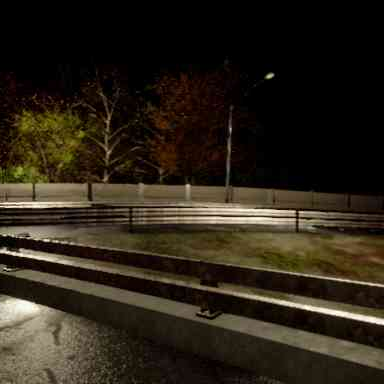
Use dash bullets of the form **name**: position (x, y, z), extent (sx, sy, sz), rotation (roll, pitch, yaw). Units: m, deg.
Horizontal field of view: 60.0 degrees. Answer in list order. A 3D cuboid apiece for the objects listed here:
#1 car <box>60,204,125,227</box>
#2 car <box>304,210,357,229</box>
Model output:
- **car**: position (-6.499, 1.515, 21.913), extent (4.181, 1.385, 1.994), rotation (0, 0, -15)
- **car**: position (11.112, 2.151, 26.736), extent (4.181, 1.385, 1.994), rotation (3, -1, -16)
